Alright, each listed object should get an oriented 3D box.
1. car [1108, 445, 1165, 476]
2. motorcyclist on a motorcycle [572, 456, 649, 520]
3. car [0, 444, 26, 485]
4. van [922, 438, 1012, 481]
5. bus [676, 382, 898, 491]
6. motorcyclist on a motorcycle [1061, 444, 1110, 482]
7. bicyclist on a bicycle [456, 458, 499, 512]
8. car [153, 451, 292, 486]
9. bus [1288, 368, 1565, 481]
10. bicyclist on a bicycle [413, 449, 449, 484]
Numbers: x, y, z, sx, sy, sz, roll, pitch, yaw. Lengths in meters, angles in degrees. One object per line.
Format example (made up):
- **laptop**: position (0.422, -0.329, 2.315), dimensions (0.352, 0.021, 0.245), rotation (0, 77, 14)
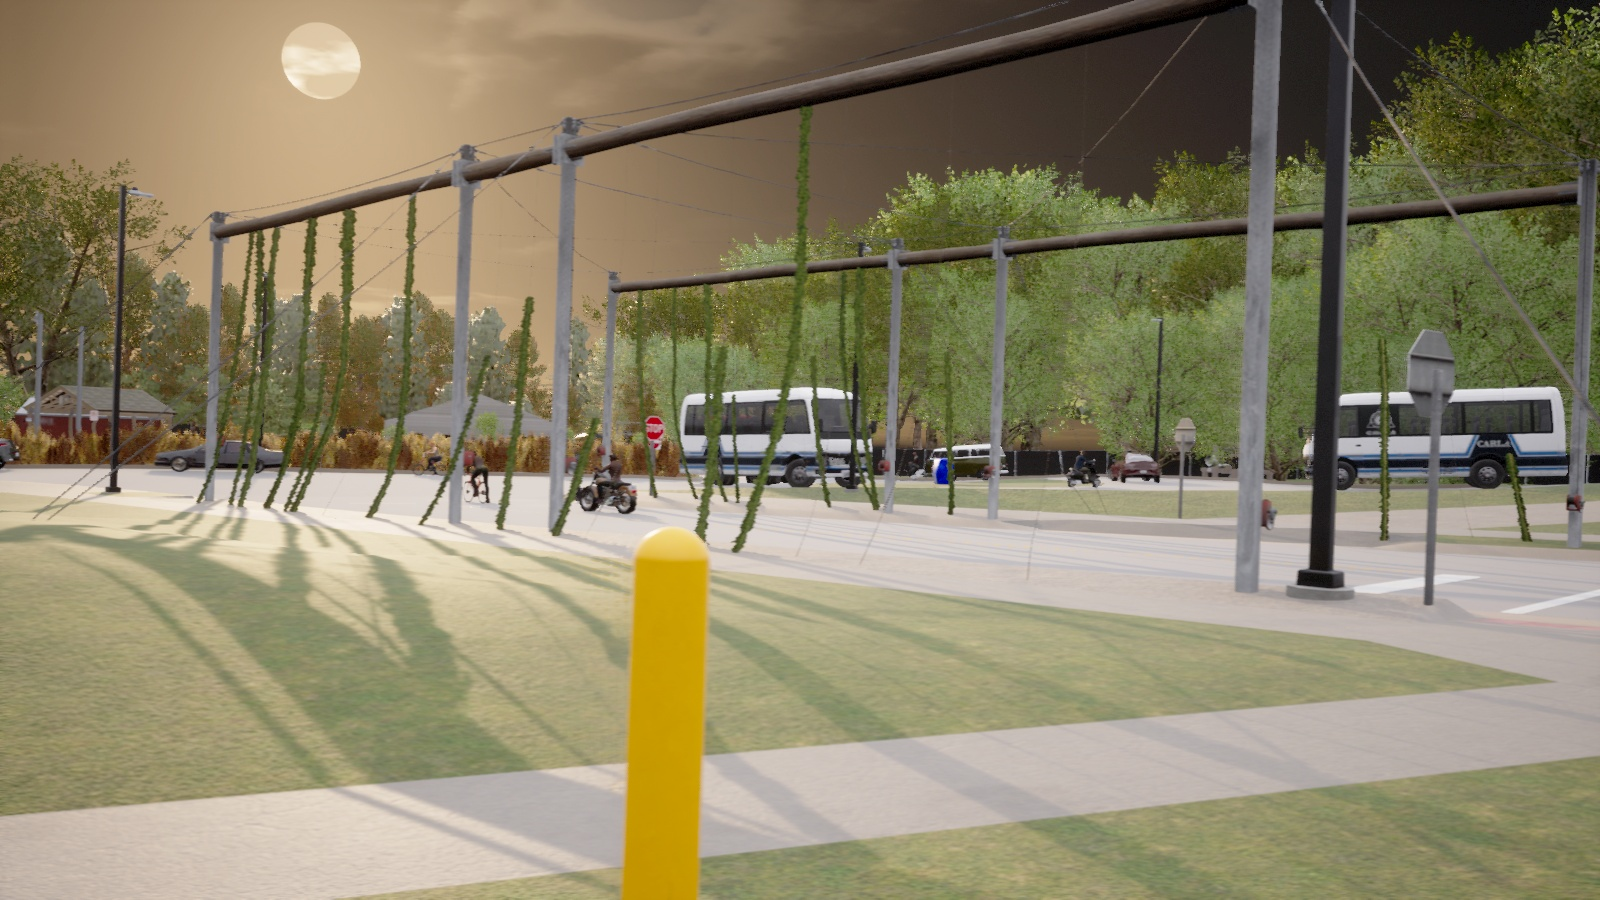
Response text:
- **car**: position (16.468, 0.499, 61.631), dimensions (1.812, 1.442, 4.674), rotation (-1, 0, 4)
- **motorcyclist on a motorcycle**: position (-5.094, 1.004, 33.611), dimensions (2.350, 1.649, 0.766), rotation (-1, -1, 44)
- **car**: position (-34.811, 0.626, 51.333), dimensions (5.027, 1.651, 2.152), rotation (-1, 1, -20)
- **van**: position (9.382, 0.542, 70.433), dimensions (4.480, 2.038, 2.069), rotation (-5, -2, 23)
- **bus**: position (-0.798, -0.490, 54.477), dimensions (3.944, 4.253, 10.273), rotation (-1, 0, -40)
- **motorcyclist on a motorcycle**: position (12.045, 0.549, 52.975), dimensions (1.817, 1.590, 0.866), rotation (-1, -1, -27)
- **bicyclist on a bicycle**: position (-9.944, 1.056, 38.706), dimensions (0.582, 1.620, 1.656), rotation (0, -1, -42)
- **car**: position (-25.159, 0.809, 54.909), dimensions (5.357, 1.411, 2.033), rotation (1, 1, -20)
- **bus**: position (26.793, -0.995, 54.483), dimensions (10.273, 4.253, 3.944), rotation (-2, -1, 22)
- **bicyclist on a bicycle**: position (-17.004, 0.762, 57.832), dimensions (1.509, 1.612, 0.866), rotation (0, 0, -22)
